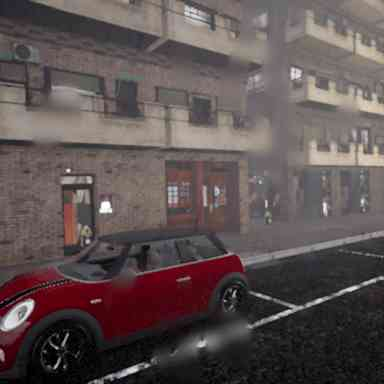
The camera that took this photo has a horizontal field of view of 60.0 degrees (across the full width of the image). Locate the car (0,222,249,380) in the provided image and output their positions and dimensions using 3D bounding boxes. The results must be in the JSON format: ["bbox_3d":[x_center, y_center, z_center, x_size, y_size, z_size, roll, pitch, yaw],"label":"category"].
[{"bbox_3d":[-1.063,1.382,5.362,4.097,1.590,1.967,-2,0,-36],"label":"car"}]
